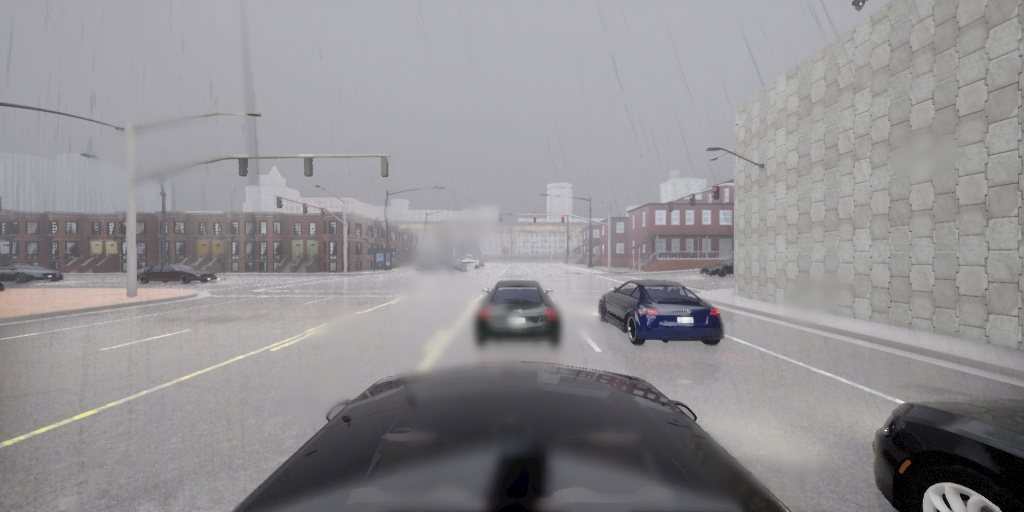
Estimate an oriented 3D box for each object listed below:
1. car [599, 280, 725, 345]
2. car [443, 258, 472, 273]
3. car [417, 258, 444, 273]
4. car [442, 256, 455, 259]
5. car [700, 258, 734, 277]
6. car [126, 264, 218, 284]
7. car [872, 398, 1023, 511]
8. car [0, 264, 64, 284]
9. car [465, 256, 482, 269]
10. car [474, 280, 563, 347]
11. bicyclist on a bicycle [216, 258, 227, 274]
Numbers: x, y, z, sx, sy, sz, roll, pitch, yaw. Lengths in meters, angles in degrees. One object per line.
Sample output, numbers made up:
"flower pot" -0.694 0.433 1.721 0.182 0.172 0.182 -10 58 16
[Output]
"car" 3.668 1.314 9.536 1.994 1.385 4.181 0 0 1
"car" -6.584 1.297 43.736 2.033 1.411 5.357 0 0 1
"car" -10.102 1.297 44.020 2.033 1.411 5.357 0 0 1
"car" -9.936 0.974 55.578 2.150 2.045 5.566 0 0 1
"car" 18.535 0.854 29.630 5.357 1.411 2.033 -5 0 1
"car" -24.888 1.297 26.319 5.357 1.411 2.033 0 0 0
"car" 3.584 1.255 0.624 1.837 1.490 4.892 0 0 1
"car" -36.012 1.314 26.420 4.181 1.385 1.994 0 0 1
"car" -6.428 0.973 56.222 2.150 2.045 5.566 0 0 1
"car" 0.164 1.314 9.377 1.994 1.385 4.181 0 0 1
"bicyclist on a bicycle" -30.389 1.053 37.354 0.582 1.620 1.656 0 0 1
